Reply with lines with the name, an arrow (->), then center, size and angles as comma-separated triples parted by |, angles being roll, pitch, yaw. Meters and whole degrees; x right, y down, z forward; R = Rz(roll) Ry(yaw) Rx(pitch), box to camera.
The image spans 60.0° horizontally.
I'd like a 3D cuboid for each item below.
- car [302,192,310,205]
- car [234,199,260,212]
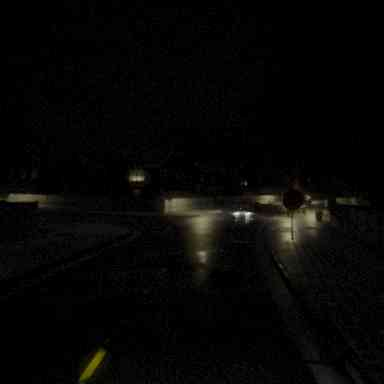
car -> 19.804, 1.021, 60.117 | 2.150, 2.045, 5.566 | 0, 0, 35
car -> 6.522, 1.507, 38.958 | 2.033, 1.411, 5.357 | 0, 0, 26
